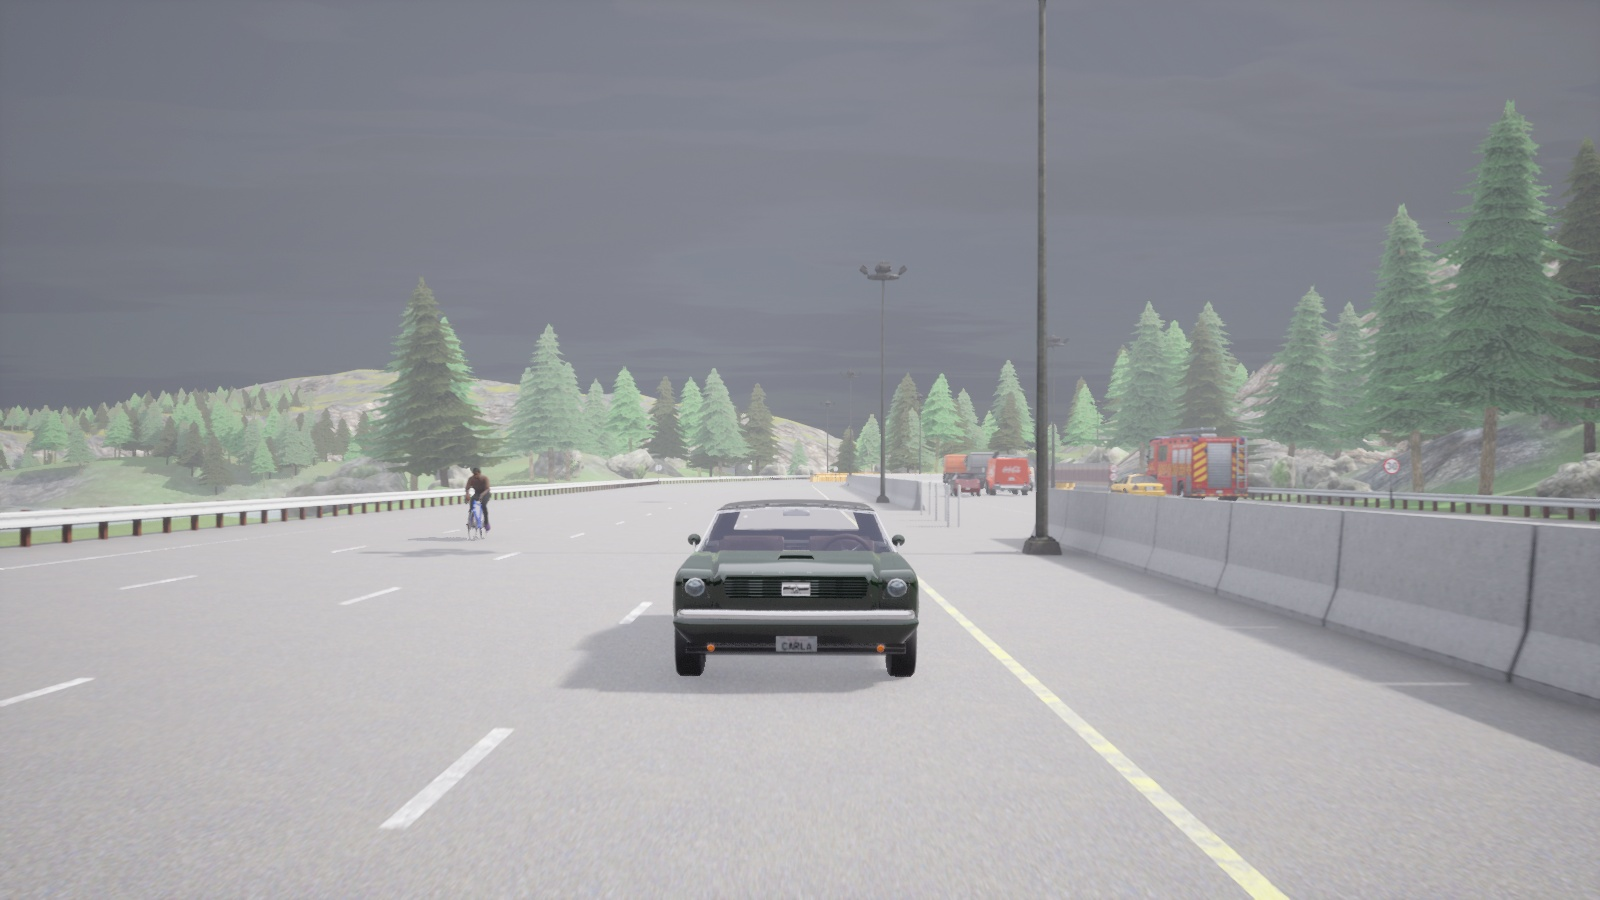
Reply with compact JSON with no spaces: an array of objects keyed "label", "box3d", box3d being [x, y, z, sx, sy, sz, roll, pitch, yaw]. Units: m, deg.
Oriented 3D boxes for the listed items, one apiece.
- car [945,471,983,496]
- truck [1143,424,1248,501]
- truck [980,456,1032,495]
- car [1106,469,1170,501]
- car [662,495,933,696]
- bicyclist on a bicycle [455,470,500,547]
[{"label":"car","box3d":[10.313,2.113,79.150,1.845,1.501,3.633,0,-1,0]},{"label":"truck","box3d":[20.838,0.684,66.777,2.891,3.827,8.468,0,-1,0]},{"label":"truck","box3d":[13.789,1.691,84.479,2.627,2.467,5.204,0,-1,0]},{"label":"car","box3d":[17.348,1.766,64.697,1.801,1.575,5.366,0,-1,0]},{"label":"car","box3d":[-0.025,1.102,11.148,1.895,1.301,4.718,0,-1,0]},{"label":"bicyclist on a bicycle","box3d":[-7.064,1.257,27.566,0.582,1.620,1.656,0,-1,0]}]
